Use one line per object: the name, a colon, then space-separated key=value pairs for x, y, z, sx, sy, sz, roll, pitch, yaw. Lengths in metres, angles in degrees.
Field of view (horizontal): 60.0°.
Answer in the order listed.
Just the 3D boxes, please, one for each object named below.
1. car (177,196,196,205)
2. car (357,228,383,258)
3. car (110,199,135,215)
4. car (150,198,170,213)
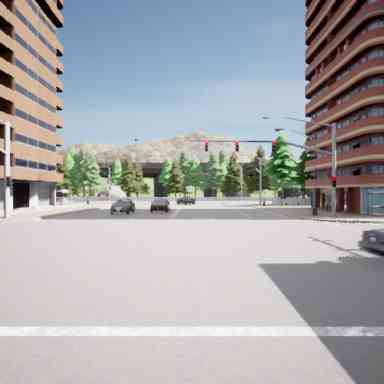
car: x=-1.086 y=1.475 z=58.871 sx=2.128 sy=1.511 sz=4.902 roll=0 pitch=0 yaw=-27
car: x=8.215 y=1.547 z=10.525 sx=5.357 sy=1.411 sz=2.033 roll=0 pitch=0 yaw=0
car: x=-7.066 y=1.489 z=34.303 sx=2.128 sy=1.511 sz=4.902 roll=0 pitch=0 yaw=0
car: x=-3.545 y=1.475 z=37.625 sx=1.882 sy=1.535 sz=5.008 roll=0 pitch=0 yaw=0
